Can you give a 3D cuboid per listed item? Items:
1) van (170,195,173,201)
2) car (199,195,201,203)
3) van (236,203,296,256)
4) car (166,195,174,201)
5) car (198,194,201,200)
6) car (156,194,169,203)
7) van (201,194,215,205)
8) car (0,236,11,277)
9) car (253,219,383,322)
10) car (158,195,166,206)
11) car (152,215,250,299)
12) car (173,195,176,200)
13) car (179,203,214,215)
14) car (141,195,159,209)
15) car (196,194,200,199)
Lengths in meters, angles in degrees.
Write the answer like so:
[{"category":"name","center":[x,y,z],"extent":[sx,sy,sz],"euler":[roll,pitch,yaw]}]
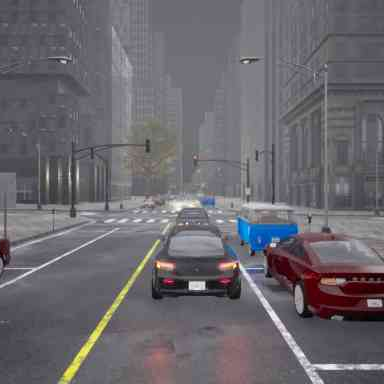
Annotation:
[{"category":"van","center":[-6.010,1.399,77.074],"extent":[1.690,1.788,3.998],"euler":[0,0,0]},{"category":"car","center":[2.582,1.597,56.177],"extent":[1.947,1.339,4.313],"euler":[0,0,0]},{"category":"van","center":[2.739,1.343,12.780],"extent":[1.690,1.788,3.998],"euler":[0,0,0]},{"category":"car","center":[-6.062,1.607,92.771],"extent":[1.752,1.417,4.829],"euler":[0,0,0]},{"category":"car","center":[2.565,1.582,61.590],"extent":[1.887,1.381,4.507],"euler":[0,0,0]},{"category":"car","center":[-5.958,1.352,61.208],"extent":[2.192,1.841,5.009],"euler":[0,0,0]},{"category":"van","center":[2.601,1.367,50.764],"extent":[1.690,1.788,3.998],"euler":[0,0,0]},{"category":"car","center":[-5.800,1.545,7.245],"extent":[1.887,1.381,4.507],"euler":[0,0,0]},{"category":"car","center":[2.755,1.546,7.254],"extent":[1.887,1.381,4.507],"euler":[0,0,0]},{"category":"car","center":[-5.942,1.576,55.918],"extent":[1.887,1.381,4.507],"euler":[0,0,0]},{"category":"car","center":[0.081,1.527,8.306],"extent":[1.812,1.442,4.674],"euler":[0,0,0]},{"category":"car","center":[-6.045,1.639,87.651],"extent":[1.947,1.339,4.313],"euler":[0,0,0]},{"category":"car","center":[0.043,1.551,17.895],"extent":[2.033,1.411,5.357],"euler":[0,0,0]},{"category":"car","center":[-5.913,1.547,45.168],"extent":[1.752,1.417,4.829],"euler":[0,0,0]},{"category":"car","center":[2.530,1.602,72.417],"extent":[2.008,1.369,4.403],"euler":[0,0,0]}]
